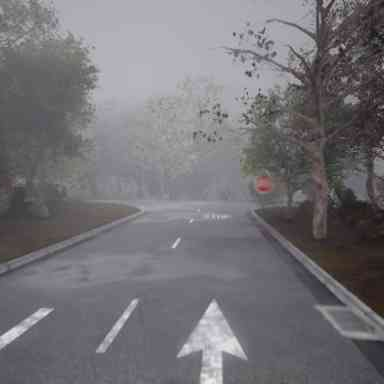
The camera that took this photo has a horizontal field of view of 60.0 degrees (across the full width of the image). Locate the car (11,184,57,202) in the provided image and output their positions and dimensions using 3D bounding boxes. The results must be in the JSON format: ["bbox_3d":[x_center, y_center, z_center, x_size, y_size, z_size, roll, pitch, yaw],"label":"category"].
[{"bbox_3d":[-17.102,0.226,34.459,5.008,1.535,1.882,1,1,4],"label":"car"}]

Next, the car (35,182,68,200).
[{"bbox_3d":[-17.054,-0.076,37.981,5.566,2.045,2.150,1,1,3],"label":"car"}]
